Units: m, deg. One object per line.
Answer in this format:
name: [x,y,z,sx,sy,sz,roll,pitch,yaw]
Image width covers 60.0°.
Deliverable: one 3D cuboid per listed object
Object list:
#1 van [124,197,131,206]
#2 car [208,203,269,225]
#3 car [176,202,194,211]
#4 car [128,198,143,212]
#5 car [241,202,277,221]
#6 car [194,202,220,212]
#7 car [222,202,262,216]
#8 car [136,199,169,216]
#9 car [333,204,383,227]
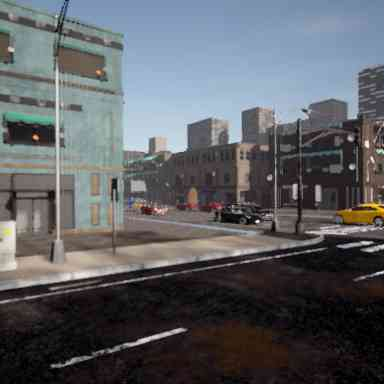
van: [-10.312,1.973,60.942,1.690,1.788,3.998,-1,0,-35]
car: [3.626,1.858,26.657,1.947,1.339,4.313,-1,0,-35]
car: [-0.688,2.031,47.406,1.802,1.307,4.206,-1,0,-35]
car: [-6.444,1.991,45.547,1.882,1.535,5.008,-1,0,-35]
car: [5.204,1.789,29.134,1.837,1.490,4.892,-1,0,-35]
car: [2.518,1.968,42.895,1.802,1.307,4.206,-1,0,-35]
car: [5.724,1.874,38.382,2.008,1.369,4.403,-1,0,-35]
car: [-4.315,1.891,38.038,1.967,1.590,4.097,-1,0,-35]
car: [12.594,1.621,23.952,1.882,1.535,5.008,0,-2,-29]
